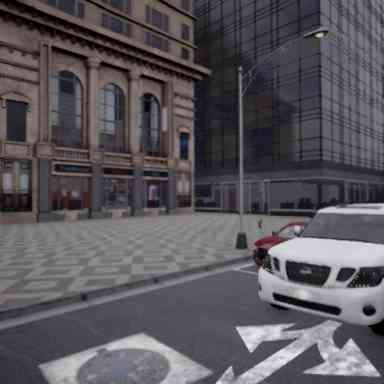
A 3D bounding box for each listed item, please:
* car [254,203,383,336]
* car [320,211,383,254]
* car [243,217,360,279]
[{"bbox_3d":[3.729,1.298,7.251,5.566,2.045,2.150,0,-1,-45],"label":"car"},{"bbox_3d":[7.726,1.675,15.052,4.829,1.417,1.752,0,-1,-45],"label":"car"},{"bbox_3d":[3.844,1.680,11.219,4.507,1.381,1.887,0,-1,-45],"label":"car"}]
